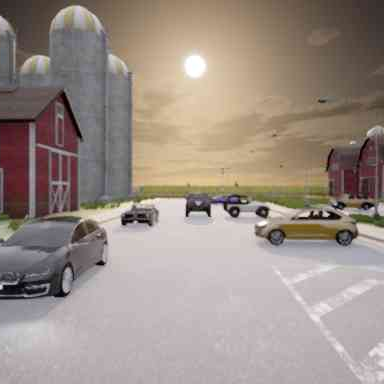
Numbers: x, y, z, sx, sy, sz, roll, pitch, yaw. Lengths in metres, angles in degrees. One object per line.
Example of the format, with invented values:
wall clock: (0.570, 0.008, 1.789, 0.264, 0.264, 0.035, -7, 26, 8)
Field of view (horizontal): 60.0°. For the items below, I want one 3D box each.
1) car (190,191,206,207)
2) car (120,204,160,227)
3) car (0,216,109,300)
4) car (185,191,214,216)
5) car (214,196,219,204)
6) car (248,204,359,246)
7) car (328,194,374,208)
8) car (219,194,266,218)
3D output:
car: (0.832, 0.897, 47.169, 2.150, 2.045, 5.566, 0, 0, 1)
car: (-3.263, 1.440, 21.583, 1.895, 1.301, 4.718, 0, 0, 1)
car: (-3.485, 1.432, 8.446, 1.837, 1.490, 4.892, 0, 1, 1)
car: (0.550, 1.023, 29.471, 2.150, 2.045, 5.566, 0, 1, 1)
car: (5.024, 1.138, 51.977, 4.611, 1.667, 2.242, 0, 0, 1)
car: (4.776, 1.423, 14.287, 4.193, 1.474, 1.816, 0, 0, 1)
car: (17.972, 1.111, 37.677, 4.605, 1.855, 1.932, 0, 0, 1)
car: (4.500, 1.136, 27.776, 3.866, 1.878, 1.905, 0, 0, 1)
